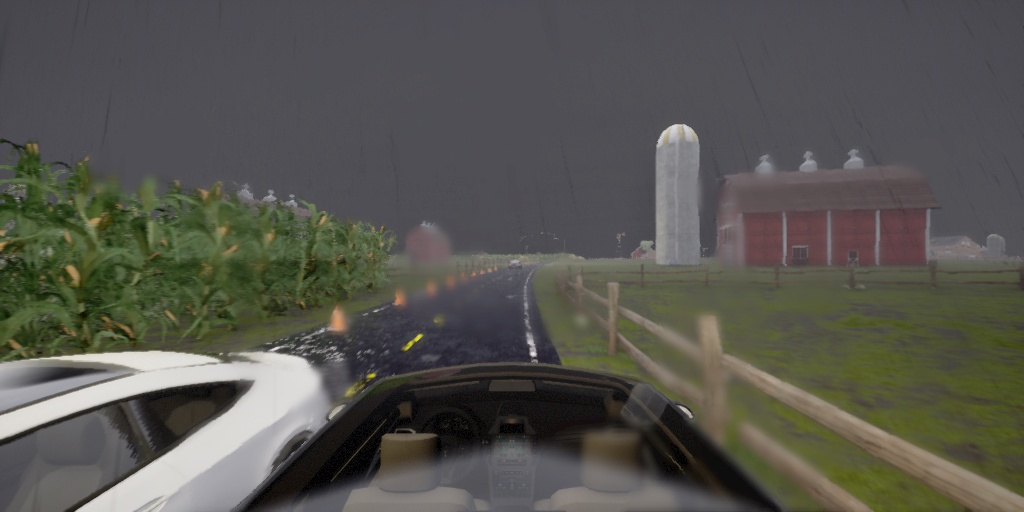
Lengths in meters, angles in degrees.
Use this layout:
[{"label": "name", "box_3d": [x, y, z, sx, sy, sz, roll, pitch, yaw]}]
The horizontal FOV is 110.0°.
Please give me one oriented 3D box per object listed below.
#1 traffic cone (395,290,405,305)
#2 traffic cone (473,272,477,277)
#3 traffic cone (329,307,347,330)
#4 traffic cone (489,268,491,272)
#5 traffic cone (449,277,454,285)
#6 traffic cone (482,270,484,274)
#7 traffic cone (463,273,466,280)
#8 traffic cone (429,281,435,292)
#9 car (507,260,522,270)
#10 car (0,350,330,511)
[{"label": "traffic cone", "box_3d": [-4.627, 1.700, 14.820, 0.340, 0.580, 0.340, 0, 0, 2]}, {"label": "traffic cone", "box_3d": [-3.608, 1.705, 34.898, 0.340, 0.580, 0.340, 0, 0, 4]}, {"label": "traffic cone", "box_3d": [-4.749, 1.700, 9.794, 0.340, 0.580, 0.340, 0, 0, 1]}, {"label": "traffic cone", "box_3d": [-2.779, 1.710, 44.916, 0.340, 0.580, 0.340, 0, 0, 5]}, {"label": "traffic cone", "box_3d": [-4.223, 1.702, 24.864, 0.340, 0.580, 0.340, 0, 0, 3]}, {"label": "traffic cone", "box_3d": [-3.220, 1.707, 39.909, 0.340, 0.580, 0.340, 0, 0, 5]}, {"label": "traffic cone", "box_3d": [-3.942, 1.704, 29.882, 0.340, 0.580, 0.340, 0, 0, 4]}, {"label": "traffic cone", "box_3d": [-4.452, 1.701, 19.843, 0.340, 0.580, 0.340, 0, 0, 2]}, {"label": "car", "box_3d": [0.502, 1.286, 54.329, 1.812, 1.442, 4.674, 0, 0, 5]}, {"label": "car", "box_3d": [-2.436, 1.273, 1.252, 1.812, 1.442, 4.674, 0, 0, 0]}]
